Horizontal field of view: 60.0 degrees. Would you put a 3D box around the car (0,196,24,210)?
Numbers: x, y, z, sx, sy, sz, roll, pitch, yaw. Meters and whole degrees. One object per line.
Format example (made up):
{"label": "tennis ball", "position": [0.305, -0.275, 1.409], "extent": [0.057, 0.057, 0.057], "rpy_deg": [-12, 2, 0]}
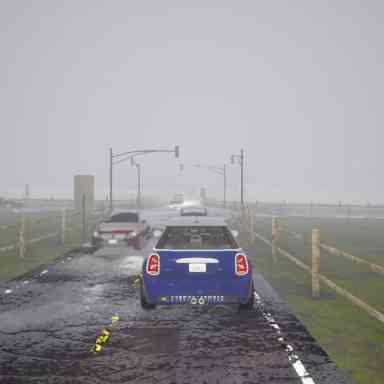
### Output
{"label": "car", "position": [-21.052, 1.112, 36.272], "extent": [5.008, 1.535, 1.882], "rpy_deg": [1, 0, 0]}

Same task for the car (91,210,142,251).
{"label": "car", "position": [-2.855, 1.528, 14.298], "extent": [1.812, 1.442, 4.674], "rpy_deg": [0, 0, 0]}

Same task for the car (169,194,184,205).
{"label": "car", "position": [-2.851, 1.580, 58.577], "extent": [1.994, 1.385, 4.181], "rpy_deg": [0, 0, 0]}

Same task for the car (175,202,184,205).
{"label": "car", "position": [0.092, 1.508, 17.155], "extent": [1.837, 1.490, 4.892], "rpy_deg": [0, 0, 0]}

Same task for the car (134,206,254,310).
{"label": "car", "position": [0.096, 1.353, 7.990], "extent": [2.097, 1.767, 4.553], "rpy_deg": [0, 0, 0]}

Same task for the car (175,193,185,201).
{"label": "car", "position": [-2.756, 1.239, 68.038], "extent": [2.150, 2.045, 5.566], "rpy_deg": [0, 0, 0]}

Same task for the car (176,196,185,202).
{"label": "car", "position": [-2.702, 1.566, 78.709], "extent": [2.033, 1.411, 5.357], "rpy_deg": [0, 0, 0]}
